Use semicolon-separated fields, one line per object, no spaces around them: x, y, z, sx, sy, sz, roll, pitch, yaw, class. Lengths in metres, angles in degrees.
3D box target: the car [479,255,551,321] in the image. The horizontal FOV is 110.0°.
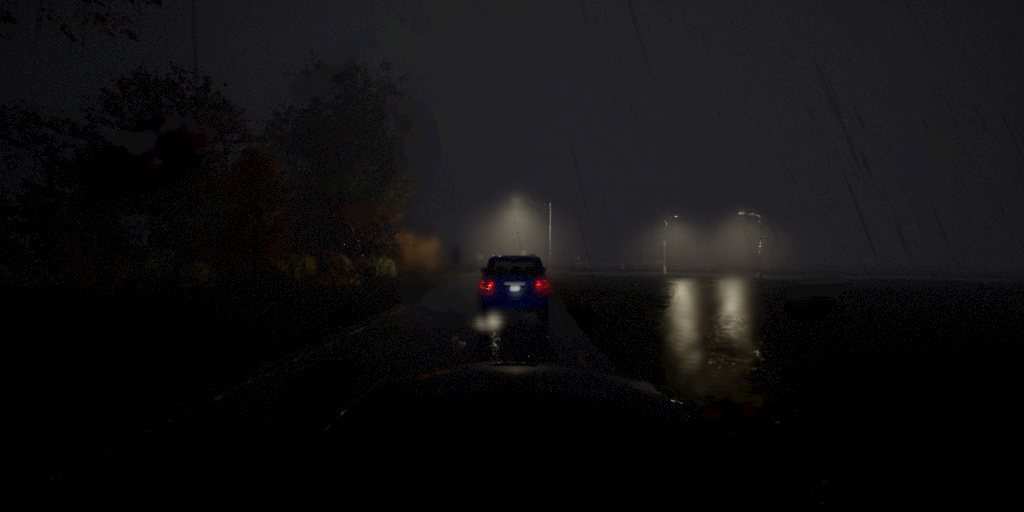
0.087;0.981;12.564;2.150;2.045;5.566;0;0;0;car
